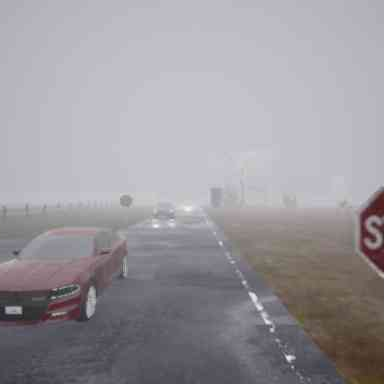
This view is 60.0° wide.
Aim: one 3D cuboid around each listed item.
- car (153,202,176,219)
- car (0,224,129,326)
[{"bbox_3d":[-2.738,1.784,33.652,2.097,1.767,4.553,0,-1,0],"label":"car"},{"bbox_3d":[-2.744,1.579,7.632,1.882,1.535,5.008,0,-1,0],"label":"car"}]
